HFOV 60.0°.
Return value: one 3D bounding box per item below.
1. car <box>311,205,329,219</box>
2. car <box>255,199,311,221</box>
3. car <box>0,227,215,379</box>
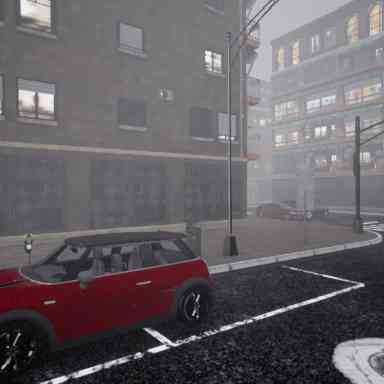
[{"bbox_3d":[8.918,1.347,27.726,1.882,1.535,5.008,-1,1,-35],"label":"car"},{"bbox_3d":[6.831,1.473,26.206,1.802,1.307,4.206,0,0,-35],"label":"car"},{"bbox_3d":[-1.662,1.440,5.432,4.097,1.590,1.967,0,0,-35],"label":"car"}]
